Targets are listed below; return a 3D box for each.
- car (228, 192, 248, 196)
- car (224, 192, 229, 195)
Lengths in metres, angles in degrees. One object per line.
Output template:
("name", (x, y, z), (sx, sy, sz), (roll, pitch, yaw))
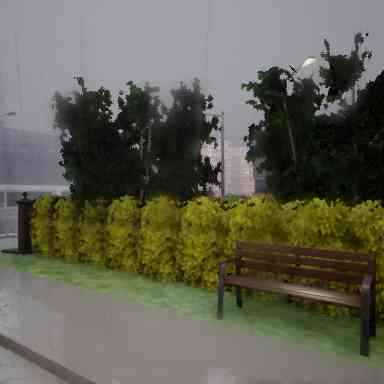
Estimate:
("car", (10.482, 0.755, 73.498), (1.895, 1.301, 4.718), (0, 0, 35))
("car", (7.717, 0.683, 75.650), (1.812, 1.442, 4.674), (0, 0, 35))
